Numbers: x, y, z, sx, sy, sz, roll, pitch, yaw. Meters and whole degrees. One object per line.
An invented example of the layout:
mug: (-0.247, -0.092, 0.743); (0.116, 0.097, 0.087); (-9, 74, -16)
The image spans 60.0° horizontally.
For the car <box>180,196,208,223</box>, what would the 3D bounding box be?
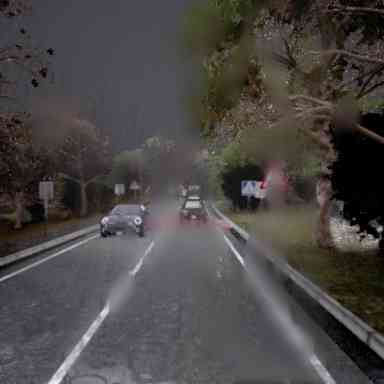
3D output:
car: (0.117, 1.325, 23.434); (1.812, 1.442, 4.674); (1, 2, 0)

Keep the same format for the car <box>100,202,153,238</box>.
car: (-3.341, 1.355, 17.630); (2.097, 1.767, 4.553); (0, 0, 0)
